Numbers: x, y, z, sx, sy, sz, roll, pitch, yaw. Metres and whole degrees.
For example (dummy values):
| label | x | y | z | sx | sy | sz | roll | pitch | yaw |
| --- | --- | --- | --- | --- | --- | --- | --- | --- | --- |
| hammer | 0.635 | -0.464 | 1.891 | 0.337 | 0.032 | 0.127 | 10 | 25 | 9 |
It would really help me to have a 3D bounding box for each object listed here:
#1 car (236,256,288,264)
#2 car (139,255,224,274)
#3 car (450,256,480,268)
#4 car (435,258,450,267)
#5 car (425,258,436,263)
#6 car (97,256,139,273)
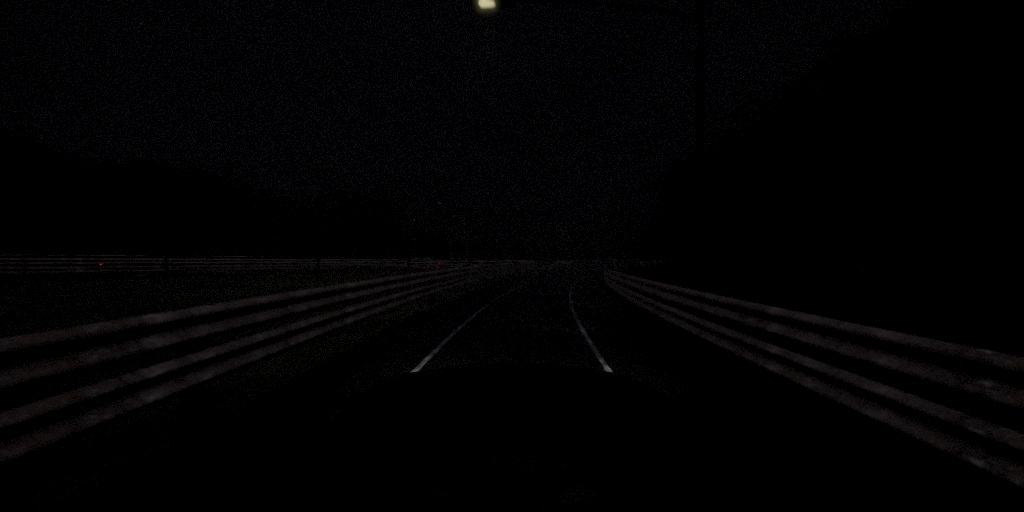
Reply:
| label | x | y | z | sx | sy | sz | roll | pitch | yaw |
| --- | --- | --- | --- | --- | --- | --- | --- | --- | --- |
| car | -28.001 | 0.712 | 40.384 | 2.128 | 1.511 | 4.902 | 1 | 0 | 36 |
| car | -27.042 | 0.662 | 29.798 | 1.882 | 1.535 | 5.008 | 1 | 0 | 36 |
| car | -7.075 | 0.967 | 57.244 | 2.097 | 1.767 | 4.553 | 1 | 0 | 36 |
| car | -9.891 | 1.170 | 59.324 | 1.895 | 1.301 | 4.718 | 1 | 0 | 36 |
| car | -12.737 | 1.046 | 61.361 | 1.812 | 1.442 | 4.674 | 1 | -1 | 36 |
| car | -31.052 | 0.665 | 30.237 | 2.033 | 1.411 | 5.357 | 1 | 0 | 36 |
